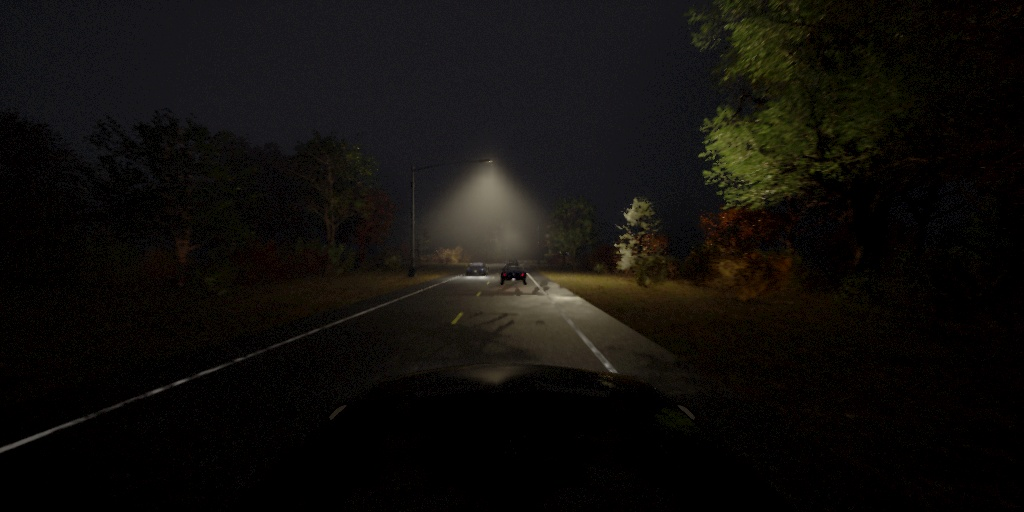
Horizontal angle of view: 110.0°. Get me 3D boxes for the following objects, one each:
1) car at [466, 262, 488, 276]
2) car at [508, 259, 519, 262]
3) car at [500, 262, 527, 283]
[{"bbox_3d":[-3.551,1.319,36.933,1.994,1.385,4.181,0,0,0],"label":"car"},{"bbox_3d":[0.181,1.265,58.225,2.128,1.511,4.902,0,0,1],"label":"car"},{"bbox_3d":[0.110,1.353,27.294,1.895,1.301,4.718,0,0,0],"label":"car"}]
